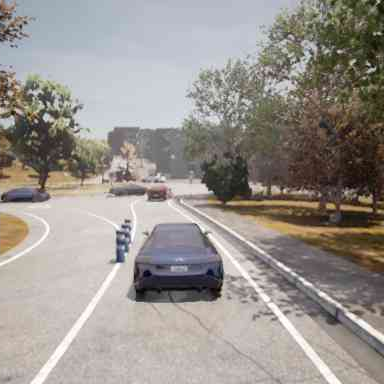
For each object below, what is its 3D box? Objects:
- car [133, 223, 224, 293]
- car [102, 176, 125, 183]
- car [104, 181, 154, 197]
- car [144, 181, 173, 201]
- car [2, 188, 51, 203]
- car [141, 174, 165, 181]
[{"bbox_3d":[-0.385,1.493,8.775,1.994,1.385,4.181,0,1,-3],"label":"car"},{"bbox_3d":[-16.843,-2.706,71.270,4.553,1.767,2.097,0,4,3],"label":"car"},{"bbox_3d":[-7.248,-0.243,39.485,5.357,1.411,2.033,-4,6,-41],"label":"car"},{"bbox_3d":[-3.328,-0.012,35.364,1.882,1.535,5.008,0,4,6],"label":"car"},{"bbox_3d":[-16.070,0.287,32.395,4.181,1.385,1.994,0,4,-7],"label":"car"},{"bbox_3d":[-8.352,-2.926,71.747,5.566,2.045,2.150,2,5,30],"label":"car"}]
